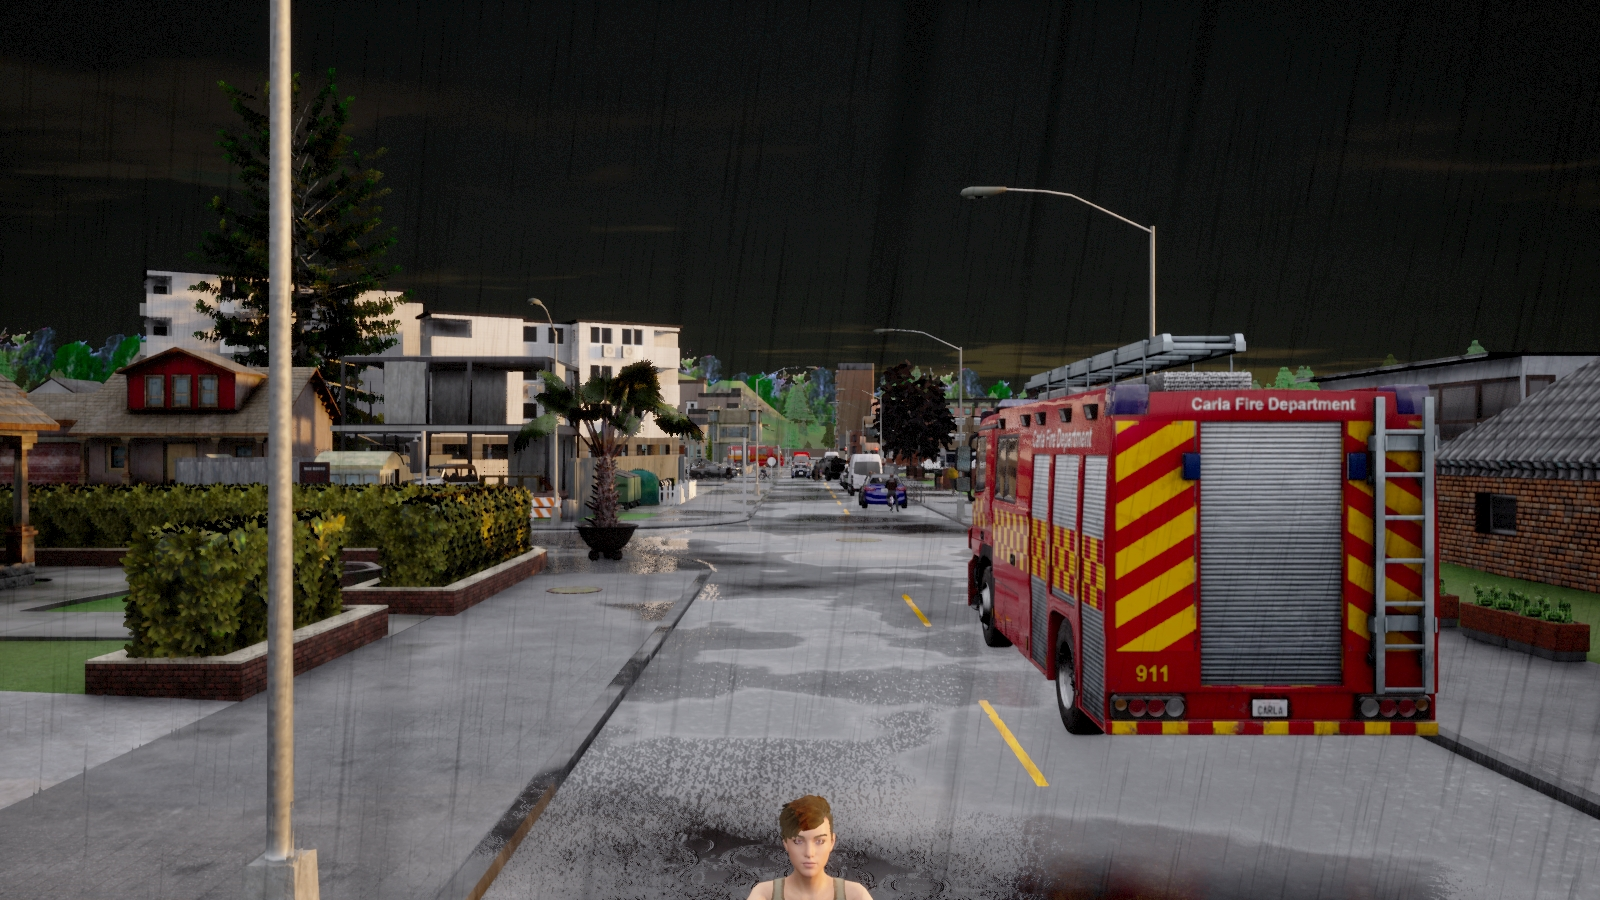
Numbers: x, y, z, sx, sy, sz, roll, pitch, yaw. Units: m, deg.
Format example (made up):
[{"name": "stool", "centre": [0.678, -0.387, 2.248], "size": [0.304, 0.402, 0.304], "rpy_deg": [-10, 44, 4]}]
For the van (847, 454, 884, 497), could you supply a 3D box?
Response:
[{"name": "van", "centre": [4.045, 1.534, 71.355], "size": [1.988, 2.561, 5.915], "rpy_deg": [0, 0, 0]}]

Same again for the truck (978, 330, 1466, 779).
[{"name": "truck", "centre": [4.261, 0.890, 13.995], "size": [2.891, 3.827, 8.468], "rpy_deg": [0, 0, 0]}]

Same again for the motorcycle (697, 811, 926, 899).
[{"name": "motorcycle", "centre": [0.039, 2.155, 3.558], "size": [0.764, 1.307, 2.356], "rpy_deg": [0, 0, 0]}]

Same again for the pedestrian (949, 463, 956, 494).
[{"name": "pedestrian", "centre": [9.297, 1.744, 69.507], "size": [0.375, 1.860, 0.375], "rpy_deg": [0, 0, 0]}]

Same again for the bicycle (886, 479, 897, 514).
[{"name": "bicycle", "centre": [4.077, 2.060, 50.936], "size": [0.329, 1.471, 1.835], "rpy_deg": [0, 0, 0]}]

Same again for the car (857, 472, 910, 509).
[{"name": "car", "centre": [4.046, 1.967, 56.171], "size": [2.242, 1.667, 4.611], "rpy_deg": [0, 0, 0]}]
